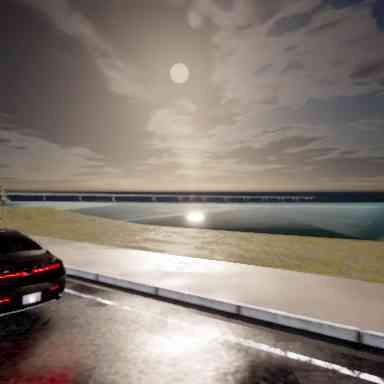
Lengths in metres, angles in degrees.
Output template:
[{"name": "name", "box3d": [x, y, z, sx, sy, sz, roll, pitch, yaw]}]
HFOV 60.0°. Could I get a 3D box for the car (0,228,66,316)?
[{"name": "car", "box3d": [-4.624, 1.510, 6.928, 4.892, 1.490, 1.837, 0, 0, 35]}]
